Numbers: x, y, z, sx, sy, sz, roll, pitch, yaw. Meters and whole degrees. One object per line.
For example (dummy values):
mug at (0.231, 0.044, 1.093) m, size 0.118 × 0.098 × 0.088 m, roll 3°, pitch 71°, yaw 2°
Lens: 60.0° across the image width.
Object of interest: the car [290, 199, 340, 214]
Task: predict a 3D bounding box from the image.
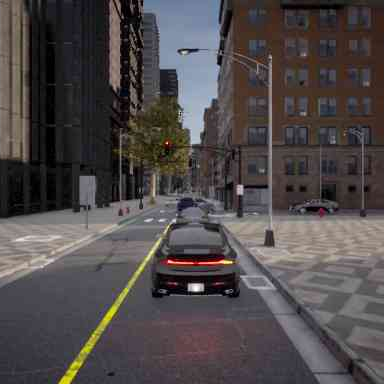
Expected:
car at (12.610, 1.471, 34.241) m, size 4.902 × 1.511 × 2.128 m, roll 0°, pitch 0°, yaw 0°

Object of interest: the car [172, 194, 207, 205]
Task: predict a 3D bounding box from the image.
car at (0.354, 1.345, 33.744) m, size 2.097 × 1.767 × 4.553 m, roll 0°, pitch 0°, yaw -37°

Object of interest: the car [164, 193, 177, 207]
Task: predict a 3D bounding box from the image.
car at (-3.101, 1.223, 51.833) m, size 2.150 × 2.045 × 5.566 m, roll 0°, pitch 0°, yaw 0°

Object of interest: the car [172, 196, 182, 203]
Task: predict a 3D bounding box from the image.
car at (-3.009, 1.603, 69.332) m, size 1.895 × 1.301 × 4.718 m, roll 0°, pitch 0°, yaw 0°

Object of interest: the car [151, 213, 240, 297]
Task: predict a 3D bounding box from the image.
car at (0.082, 1.505, 8.527) m, size 1.837 × 1.490 × 4.892 m, roll 0°, pitch 0°, yaw 0°

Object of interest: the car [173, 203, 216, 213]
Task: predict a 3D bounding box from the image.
car at (0.057, 1.547, 18.263) m, size 2.033 × 1.411 × 5.357 m, roll 0°, pitch 0°, yaw 0°
